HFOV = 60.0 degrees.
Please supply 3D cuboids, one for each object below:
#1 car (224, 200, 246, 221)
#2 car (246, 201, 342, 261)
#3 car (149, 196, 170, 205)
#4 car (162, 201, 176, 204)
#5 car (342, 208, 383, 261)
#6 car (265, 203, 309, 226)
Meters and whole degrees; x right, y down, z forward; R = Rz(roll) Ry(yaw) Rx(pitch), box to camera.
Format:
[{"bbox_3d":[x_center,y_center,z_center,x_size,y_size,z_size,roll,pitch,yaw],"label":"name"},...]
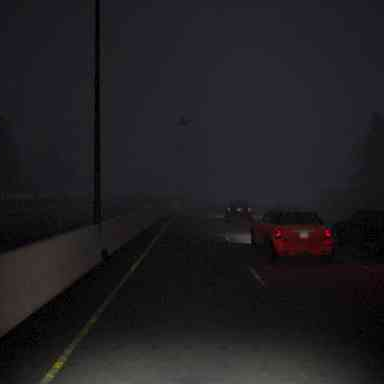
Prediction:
[{"bbox_3d":[3.758,1.417,27.608,2.097,1.767,4.553,0,0,3],"label":"car"},{"bbox_3d":[3.546,1.382,12.611,2.097,1.767,4.553,0,0,0],"label":"car"},{"bbox_3d":[-6.138,1.629,63.991,1.882,1.535,5.008,0,0,22],"label":"car"},{"bbox_3d":[-3.220,1.624,61.785,1.882,1.535,5.008,0,0,21],"label":"car"},{"bbox_3d":[7.046,1.382,12.577,2.097,1.767,4.553,0,0,0],"label":"car"},{"bbox_3d":[7.112,1.609,25.513,2.033,1.411,5.357,0,0,3],"label":"car"}]
